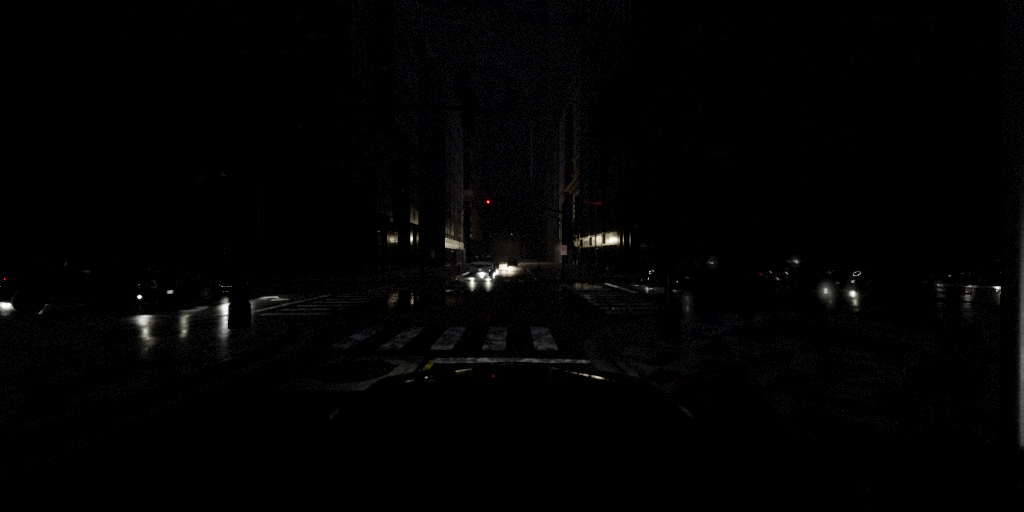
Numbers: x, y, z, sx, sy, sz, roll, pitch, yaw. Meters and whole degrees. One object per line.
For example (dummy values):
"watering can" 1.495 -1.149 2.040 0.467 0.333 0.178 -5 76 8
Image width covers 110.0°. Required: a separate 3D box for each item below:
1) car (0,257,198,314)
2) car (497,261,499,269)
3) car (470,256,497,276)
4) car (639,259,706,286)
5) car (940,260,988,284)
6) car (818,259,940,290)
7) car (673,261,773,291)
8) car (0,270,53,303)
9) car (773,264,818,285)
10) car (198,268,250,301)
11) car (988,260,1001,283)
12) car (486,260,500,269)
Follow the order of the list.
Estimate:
"car" -16.089 1.062 13.985 5.566 2.045 2.150 0 0 0
"car" -3.049 1.353 47.358 1.895 1.301 4.718 0 0 0
"car" -3.069 0.972 37.291 2.150 2.045 5.566 0 0 0
"car" 10.890 1.009 23.891 4.553 1.767 2.097 0 0 2
"car" 31.472 1.031 23.777 4.892 1.490 1.837 -1 0 0
"car" 20.907 0.955 20.568 4.553 1.767 2.097 0 0 0
"car" 11.856 1.185 20.593 4.674 1.442 1.812 0 0 2
"car" -25.479 1.444 17.263 4.181 1.385 1.994 0 0 0
"car" 19.882 1.202 23.822 4.718 1.301 1.895 0 0 0
"car" -15.330 1.333 17.255 4.892 1.490 1.837 0 0 3
"car" 31.106 0.890 20.528 4.553 1.767 2.097 0 0 0
"car" -3.024 1.358 57.511 1.895 1.301 4.718 0 0 0
